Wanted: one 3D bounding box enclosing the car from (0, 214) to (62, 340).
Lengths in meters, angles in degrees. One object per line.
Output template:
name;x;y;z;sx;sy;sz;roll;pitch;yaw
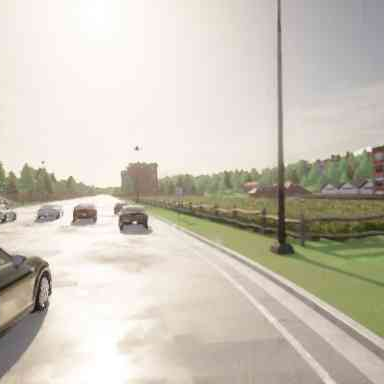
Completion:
car;-3.743;1.413;4.910;2.097;1.767;4.553;-1;0;-5

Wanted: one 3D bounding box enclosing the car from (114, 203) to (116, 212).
car;-8.237;1.795;39.638;1.994;1.385;4.181;0;0;-14

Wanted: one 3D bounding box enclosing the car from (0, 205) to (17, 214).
car;-16.151;1.812;27.906;1.812;1.442;4.674;-1;0;-14

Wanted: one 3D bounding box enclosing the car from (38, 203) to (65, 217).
car;-13.570;1.796;32.051;1.812;1.442;4.674;-1;0;-14

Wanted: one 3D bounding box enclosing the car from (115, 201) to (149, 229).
car;-4.066;1.633;22.717;1.837;1.490;4.892;-1;0;-14

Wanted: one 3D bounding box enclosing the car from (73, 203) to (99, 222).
car;-9.211;1.687;29.009;1.882;1.535;5.008;-1;0;-14
